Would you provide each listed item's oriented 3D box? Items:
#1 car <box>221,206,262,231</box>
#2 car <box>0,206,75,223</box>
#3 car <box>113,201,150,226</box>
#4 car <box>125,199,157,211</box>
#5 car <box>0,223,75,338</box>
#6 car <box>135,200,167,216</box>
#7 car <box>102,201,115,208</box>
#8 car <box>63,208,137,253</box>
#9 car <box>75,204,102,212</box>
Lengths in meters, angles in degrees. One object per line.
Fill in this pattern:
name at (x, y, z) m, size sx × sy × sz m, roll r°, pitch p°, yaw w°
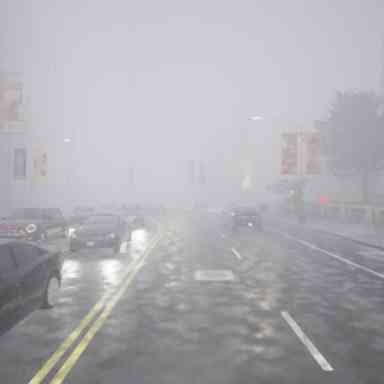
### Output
car at (3.154, 1.652, 21.787) m, size 1.837 × 1.490 × 4.892 m, roll 0°, pitch 0°, yaw -6°
car at (-7.253, 1.457, 15.099) m, size 2.097 × 1.767 × 4.553 m, roll 0°, pitch 0°, yaw -2°
car at (-4.518, 1.661, 24.762) m, size 2.128 × 1.511 × 4.902 m, roll 0°, pitch 0°, yaw -11°
car at (-7.160, 1.808, 46.401) m, size 2.128 × 1.511 × 4.902 m, roll 0°, pitch -1°, yaw -39°
car at (-3.618, 1.514, 5.086) m, size 1.882 × 1.535 × 5.008 m, roll 0°, pitch 0°, yaw -2°
car at (-4.263, 1.771, 35.943) m, size 1.812 × 1.442 × 4.674 m, roll 0°, pitch 0°, yaw -29°
car at (-10.574, 1.911, 45.209) m, size 1.895 × 1.301 × 4.718 m, roll 0°, pitch -1°, yaw -44°
car at (-3.725, 1.625, 14.364) m, size 1.812 × 1.442 × 4.674 m, roll 0°, pitch 0°, yaw -1°
car at (-8.217, 1.723, 25.457) m, size 2.033 × 1.411 × 5.357 m, roll 0°, pitch 0°, yaw -14°
